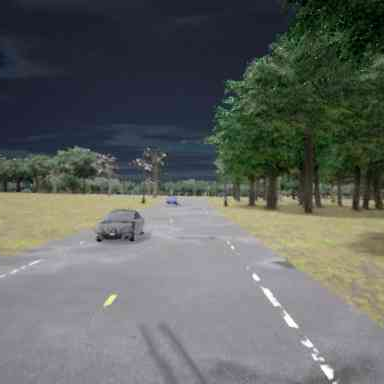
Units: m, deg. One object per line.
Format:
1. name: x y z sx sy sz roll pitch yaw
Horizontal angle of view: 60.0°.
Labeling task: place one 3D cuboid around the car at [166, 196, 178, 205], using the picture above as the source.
1. car: -3.547 1.565 59.728 1.882 1.535 5.008 0 0 1

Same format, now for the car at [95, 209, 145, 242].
1. car: -3.602 1.673 17.364 1.837 1.490 4.892 0 0 0
